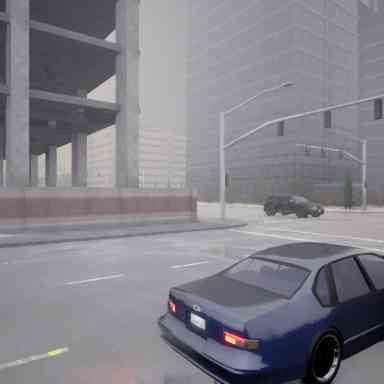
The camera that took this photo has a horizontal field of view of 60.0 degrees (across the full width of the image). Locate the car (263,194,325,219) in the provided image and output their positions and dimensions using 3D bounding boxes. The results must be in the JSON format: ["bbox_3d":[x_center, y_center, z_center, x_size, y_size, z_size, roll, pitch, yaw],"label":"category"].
[{"bbox_3d":[8.827,1.222,29.444,2.150,2.045,5.566,0,0,-36],"label":"car"}]

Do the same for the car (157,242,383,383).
[{"bbox_3d":[2.123,1.547,5.303,5.357,1.411,2.033,0,0,-35],"label":"car"}]
